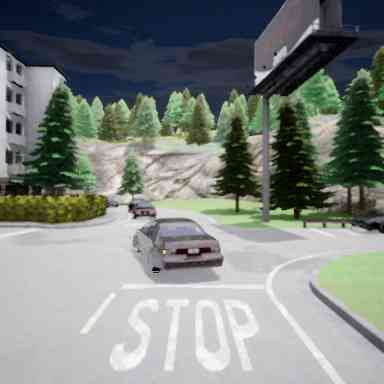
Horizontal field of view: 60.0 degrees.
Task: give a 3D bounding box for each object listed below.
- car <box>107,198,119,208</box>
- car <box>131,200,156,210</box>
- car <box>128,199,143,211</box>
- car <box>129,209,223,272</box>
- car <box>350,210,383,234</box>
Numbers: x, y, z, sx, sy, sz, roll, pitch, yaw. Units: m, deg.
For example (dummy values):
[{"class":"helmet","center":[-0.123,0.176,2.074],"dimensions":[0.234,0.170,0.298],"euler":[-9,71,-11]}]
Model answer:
[{"class":"car","center":[-13.034,1.671,51.530],"dimensions":[1.837,1.490,4.892],"euler":[0,0,-39]},{"class":"car","center":[-4.229,1.661,30.058],"dimensions":[1.994,1.385,4.181],"euler":[0,0,-8]},{"class":"car","center":[-6.237,1.615,38.750],"dimensions":[2.128,1.511,4.902],"euler":[0,0,-20]},{"class":"car","center":[-0.711,1.551,10.950],"dimensions":[2.033,1.411,5.357],"euler":[0,0,-17]},{"class":"car","center":[11.387,1.428,17.592],"dimensions":[5.357,1.411,2.033],"euler":[0,0,-1]}]
